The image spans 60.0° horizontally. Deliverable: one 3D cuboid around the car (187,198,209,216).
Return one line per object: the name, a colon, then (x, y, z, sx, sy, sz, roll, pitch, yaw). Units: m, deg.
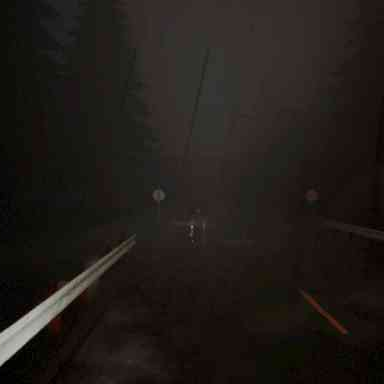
car: (0.567, 1.381, 31.629, 2.128, 1.511, 4.902, 0, 0, 1)
